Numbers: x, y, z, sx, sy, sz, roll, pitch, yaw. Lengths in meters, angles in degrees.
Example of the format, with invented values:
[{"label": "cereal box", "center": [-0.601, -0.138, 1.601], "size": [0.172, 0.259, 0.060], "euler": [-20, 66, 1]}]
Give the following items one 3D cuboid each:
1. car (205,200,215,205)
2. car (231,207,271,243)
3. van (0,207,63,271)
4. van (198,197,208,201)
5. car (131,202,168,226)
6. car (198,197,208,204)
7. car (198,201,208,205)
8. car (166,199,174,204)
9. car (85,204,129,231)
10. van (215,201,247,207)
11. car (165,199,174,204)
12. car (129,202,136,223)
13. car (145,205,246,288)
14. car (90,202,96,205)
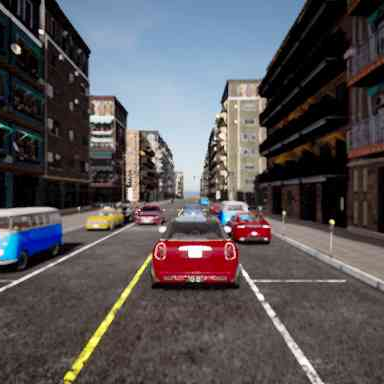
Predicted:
[{"label": "car", "center": [2.808, 1.912, 39.182], "size": [1.802, 1.307, 4.206], "euler": [0, -1, 0]}, {"label": "car", "center": [2.691, 1.676, 16.541], "size": [1.887, 1.381, 4.507], "euler": [0, 0, 0]}, {"label": "van", "center": [-5.693, 1.427, 10.912], "size": [1.690, 1.788, 3.998], "euler": [0, 0, 0]}, {"label": "van", "center": [2.843, 2.066, 77.084], "size": [1.690, 1.788, 3.998], "euler": [-1, -1, 0]}, {"label": "car", "center": [-3.089, 1.728, 25.070], "size": [1.812, 1.442, 4.674], "euler": [0, 0, 0]}, {"label": "car", "center": [2.756, 2.104, 82.581], "size": [2.192, 1.841, 5.009], "euler": [-1, -1, 0]}, {"label": "car", "center": [0.104, 1.778, 28.226], "size": [2.033, 1.411, 5.357], "euler": [0, -1, 0]}, {"label": "car", "center": [-5.805, 2.420, 88.153], "size": [1.947, 1.339, 4.313], "euler": [-1, -1, 0]}, {"label": "car", "center": [-5.687, 1.703, 22.062], "size": [1.752, 1.417, 4.829], "euler": [0, 0, 0]}, {"label": "van", "center": [2.691, 1.520, 22.204], "size": [1.690, 1.788, 3.998], "euler": [0, -1, 0]}, {"label": "car", "center": [-5.807, 2.371, 82.632], "size": [1.802, 1.307, 4.206], "euler": [-1, -1, 0]}, {"label": "car", "center": [-5.685, 1.793, 27.893], "size": [1.947, 1.339, 4.313], "euler": [0, 0, 0]}, {"label": "car", "center": [0.084, 1.427, 9.590], "size": [2.097, 1.767, 4.553], "euler": [0, -1, 0]}, {"label": "car", "center": [-17.712, 1.945, 54.377], "size": [4.206, 1.307, 1.802], "euler": [1, -1, 0]}]
